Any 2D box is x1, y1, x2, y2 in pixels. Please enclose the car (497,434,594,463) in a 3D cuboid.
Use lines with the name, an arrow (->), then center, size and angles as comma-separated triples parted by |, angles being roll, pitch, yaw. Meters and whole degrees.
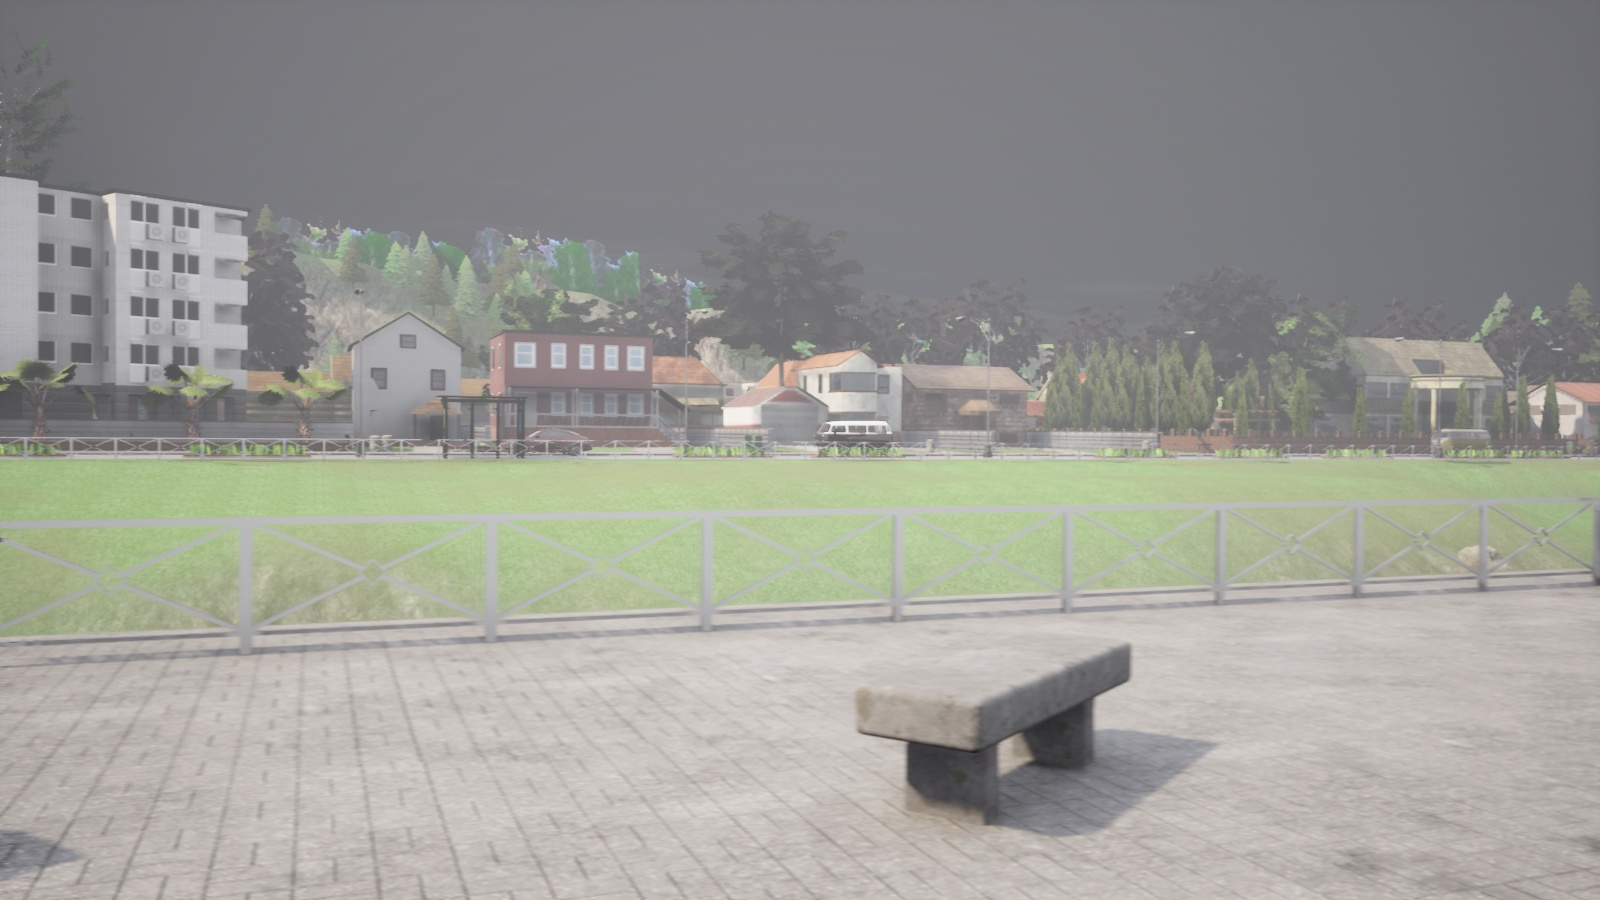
car -> -13.138, -0.100, 64.878 | 4.674, 1.442, 1.812 | -1, 1, -21

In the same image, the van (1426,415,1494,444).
van -> 46.148, -1.434, 87.807 | 4.442, 1.987, 1.775 | -1, 1, -21

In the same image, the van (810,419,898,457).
van -> 3.047, -0.692, 71.134 | 4.480, 2.038, 2.069 | -1, 1, -21
